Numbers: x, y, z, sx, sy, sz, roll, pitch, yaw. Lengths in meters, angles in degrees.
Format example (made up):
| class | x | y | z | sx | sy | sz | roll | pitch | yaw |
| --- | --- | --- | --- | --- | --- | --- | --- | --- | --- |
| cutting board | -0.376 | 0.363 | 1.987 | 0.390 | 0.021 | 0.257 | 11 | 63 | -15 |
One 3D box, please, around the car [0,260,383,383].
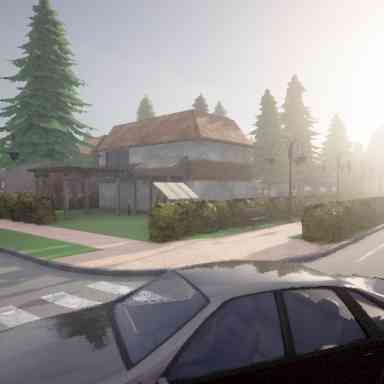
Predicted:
| class | x | y | z | sx | sy | sz | roll | pitch | yaw |
| --- | --- | --- | --- | --- | --- | --- | --- | --- | --- |
| car | 0.433 | 1.524 | 3.495 | 5.357 | 1.411 | 2.033 | -1 | 1 | -20 |
